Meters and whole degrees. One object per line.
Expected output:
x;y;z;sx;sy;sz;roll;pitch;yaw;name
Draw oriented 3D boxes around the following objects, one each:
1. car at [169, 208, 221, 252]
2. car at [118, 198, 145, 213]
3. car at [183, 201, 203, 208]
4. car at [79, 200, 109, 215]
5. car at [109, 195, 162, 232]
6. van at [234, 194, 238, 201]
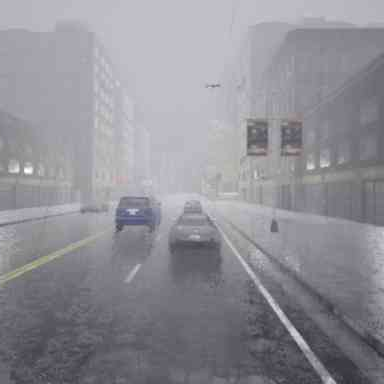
0.104;1.554;13.778;1.994;1.385;4.181;0;0;0;car
-6.582;1.468;36.915;2.128;1.511;4.902;0;0;0;car
0.108;1.526;31.895;2.033;1.411;5.357;0;0;0;car
-9.839;1.525;34.096;2.033;1.411;5.357;0;0;0;car
-3.145;1.207;20.312;2.150;2.045;5.566;0;0;0;car
12.185;1.366;80.294;3.998;1.788;1.690;0;0;1;van
